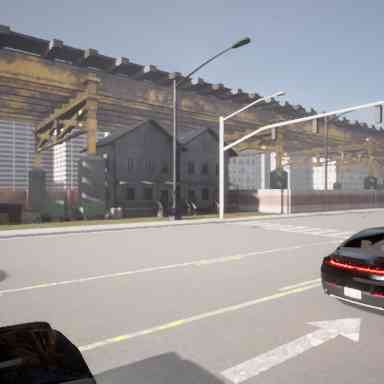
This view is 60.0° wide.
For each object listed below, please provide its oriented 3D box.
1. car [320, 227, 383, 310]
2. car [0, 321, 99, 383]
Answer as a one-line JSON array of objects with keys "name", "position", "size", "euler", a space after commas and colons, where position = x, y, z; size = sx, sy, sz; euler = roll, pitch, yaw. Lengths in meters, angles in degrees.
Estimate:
[{"name": "car", "position": [4.764, 1.503, 7.162], "size": [4.892, 1.490, 1.837], "euler": [0, 0, -35]}, {"name": "car", "position": [-2.848, 1.601, 1.717], "size": [4.718, 1.301, 1.895], "euler": [0, 0, -35]}]
